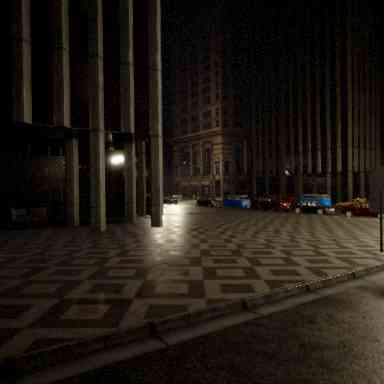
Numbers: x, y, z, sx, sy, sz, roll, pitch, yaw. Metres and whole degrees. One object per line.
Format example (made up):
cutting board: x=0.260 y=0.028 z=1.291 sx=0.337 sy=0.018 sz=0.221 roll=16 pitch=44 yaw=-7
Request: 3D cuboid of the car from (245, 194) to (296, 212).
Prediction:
car: x=8.883 y=1.290 z=37.858 sx=2.192 sy=1.841 sz=5.009 roll=-1 pitch=1 yaw=-36

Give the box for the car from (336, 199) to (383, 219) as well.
car: x=15.345 y=1.567 z=28.895 sx=1.887 sy=1.381 sz=4.507 roll=-1 pitch=1 yaw=-36

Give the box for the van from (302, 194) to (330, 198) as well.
van: x=15.812 y=1.178 z=42.832 sx=1.690 sy=1.788 sz=3.998 roll=-1 pitch=1 yaw=-36

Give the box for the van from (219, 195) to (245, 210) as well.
van: x=5.653 y=1.294 z=42.342 sx=1.690 sy=1.788 sz=3.998 roll=-1 pitch=1 yaw=-36

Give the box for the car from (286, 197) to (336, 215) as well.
car: x=12.115 y=1.549 z=33.378 sx=2.008 sy=1.369 sz=4.403 roll=-1 pitch=1 yaw=-36

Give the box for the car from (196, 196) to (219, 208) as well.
car: x=2.424 y=1.371 z=46.825 sx=1.967 sy=1.590 sz=4.097 roll=-1 pitch=1 yaw=-36

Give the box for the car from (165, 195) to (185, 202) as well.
car: x=-3.554 y=1.257 z=69.737 sx=2.008 sy=1.369 sz=4.403 roll=-1 pitch=1 yaw=-36

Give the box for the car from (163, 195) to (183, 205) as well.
car: x=-4.035 y=1.439 z=55.793 sx=2.008 sy=1.369 sz=4.403 roll=-1 pitch=1 yaw=-36

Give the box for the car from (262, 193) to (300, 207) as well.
car: x=12.583 y=1.130 z=47.316 sx=2.192 sy=1.841 sz=5.009 roll=-1 pitch=1 yaw=-36

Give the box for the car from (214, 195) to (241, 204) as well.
car: x=6.030 y=1.296 z=56.423 sx=1.752 sy=1.417 sz=4.829 roll=-1 pitch=1 yaw=-36
